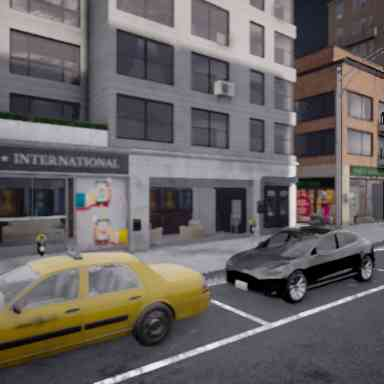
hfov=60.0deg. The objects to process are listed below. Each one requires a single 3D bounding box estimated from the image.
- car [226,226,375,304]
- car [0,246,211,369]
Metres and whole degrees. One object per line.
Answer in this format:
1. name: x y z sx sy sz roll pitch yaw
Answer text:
1. car: 2.806 1.565 8.189 4.313 1.339 1.947 0 0 -36
2. car: -1.959 1.526 4.791 4.829 1.417 1.752 0 0 -36
